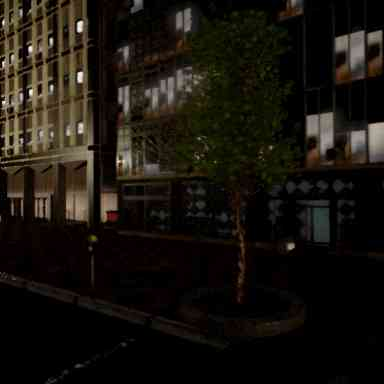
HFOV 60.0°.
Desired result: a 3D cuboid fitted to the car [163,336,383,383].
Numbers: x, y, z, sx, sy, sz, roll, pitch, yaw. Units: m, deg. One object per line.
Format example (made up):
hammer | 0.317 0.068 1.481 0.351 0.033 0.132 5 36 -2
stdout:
car | 1.572 1.564 1.755 4.313 1.339 1.947 0 0 36
